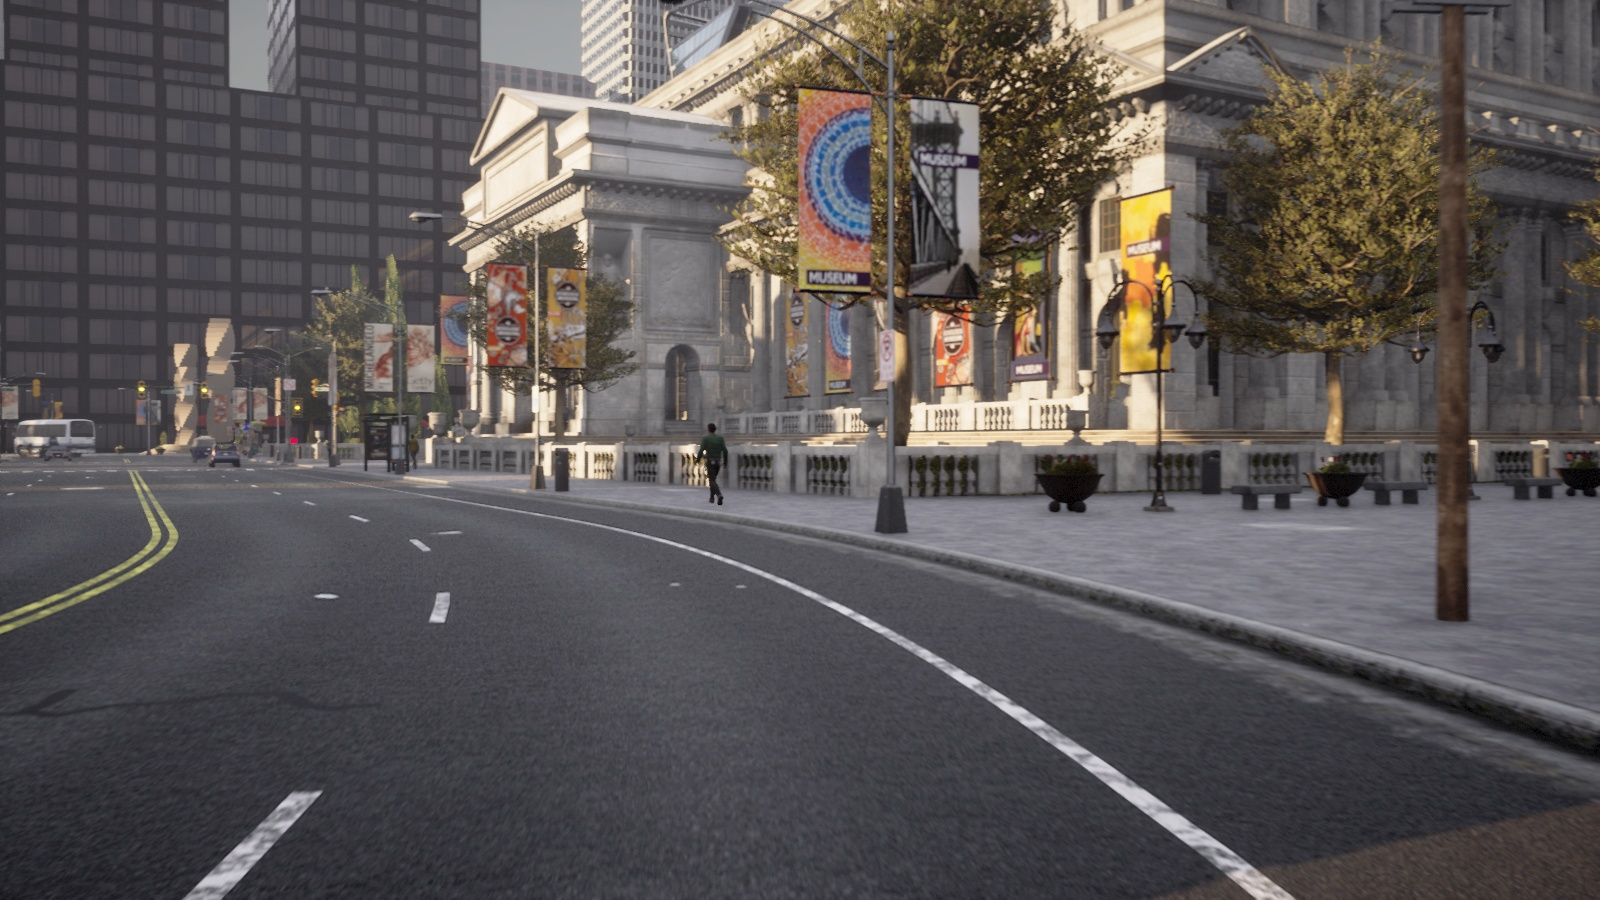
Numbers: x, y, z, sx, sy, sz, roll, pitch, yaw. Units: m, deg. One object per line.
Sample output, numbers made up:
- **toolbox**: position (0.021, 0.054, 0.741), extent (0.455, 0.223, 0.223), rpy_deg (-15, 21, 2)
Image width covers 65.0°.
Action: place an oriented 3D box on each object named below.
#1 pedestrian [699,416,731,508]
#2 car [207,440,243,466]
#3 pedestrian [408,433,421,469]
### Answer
- **pedestrian**: position (-1.841, 0.250, 27.154), extent (0.423, 1.949, 0.788), rpy_deg (0, 0, -26)
- **car**: position (-36.994, 0.184, 80.768), extent (1.851, 1.617, 3.988), rpy_deg (0, 0, -28)
- **pedestrian**: position (-19.660, 0.039, 64.046), extent (0.370, 1.835, 0.726), rpy_deg (0, 0, -37)
